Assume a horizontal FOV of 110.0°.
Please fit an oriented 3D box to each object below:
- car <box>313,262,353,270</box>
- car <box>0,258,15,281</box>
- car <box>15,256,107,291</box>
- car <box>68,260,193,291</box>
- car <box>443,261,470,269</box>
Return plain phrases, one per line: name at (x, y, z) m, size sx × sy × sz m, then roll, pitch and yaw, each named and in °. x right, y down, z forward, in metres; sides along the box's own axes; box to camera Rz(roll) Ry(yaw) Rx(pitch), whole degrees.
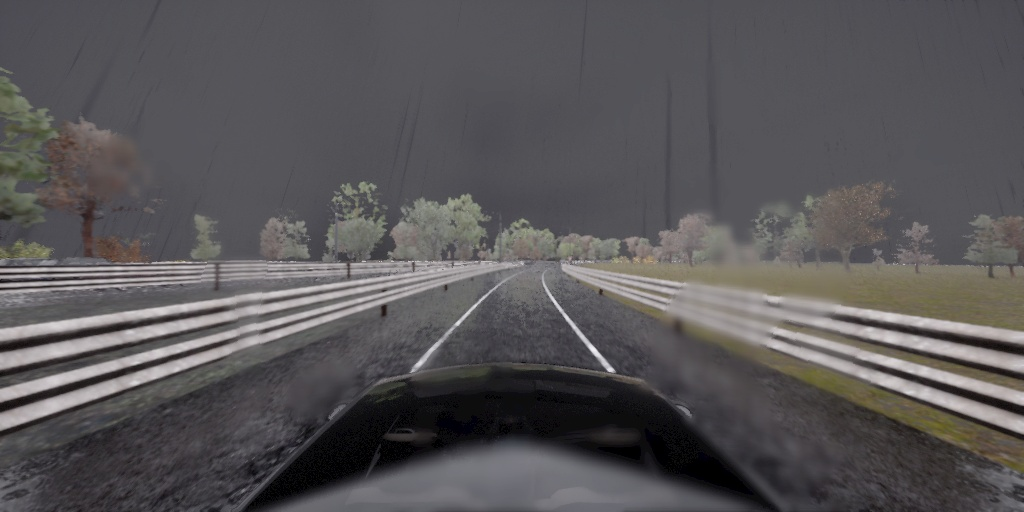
car at (-21.546, 1.425, 43.397) m, size 1.895 × 1.301 × 4.718 m, roll 0°, pitch -1°, yaw 15°
car at (-27.070, 0.917, 20.902) m, size 2.097 × 1.767 × 4.553 m, roll 0°, pitch -1°, yaw 13°
car at (-23.630, 0.913, 20.237) m, size 2.097 × 1.767 × 4.553 m, roll 0°, pitch -1°, yaw 13°
car at (-20.177, 1.084, 19.609) m, size 1.812 × 1.442 × 4.674 m, roll 0°, pitch -1°, yaw 13°
car at (-9.424, 1.628, 60.922) m, size 1.895 × 1.301 × 4.718 m, roll 0°, pitch -1°, yaw 17°
